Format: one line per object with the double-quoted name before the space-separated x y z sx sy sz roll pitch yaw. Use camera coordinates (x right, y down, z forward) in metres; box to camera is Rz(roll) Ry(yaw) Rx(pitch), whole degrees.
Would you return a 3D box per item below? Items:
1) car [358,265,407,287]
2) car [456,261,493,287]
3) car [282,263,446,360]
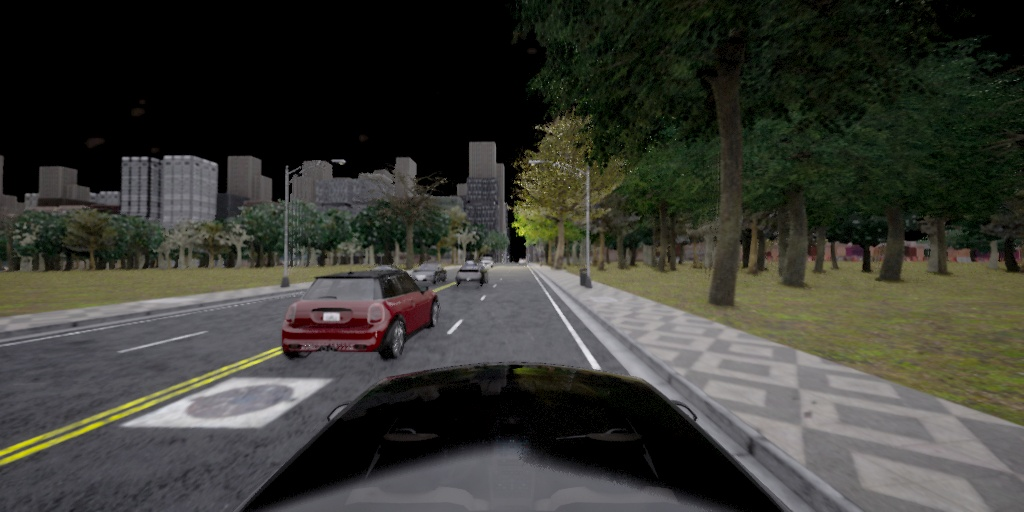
"car" -9.367 1.380 26.297 1.994 1.385 4.181 0 0 2
"car" -2.700 1.304 25.308 2.128 1.511 4.902 0 0 2
"car" -3.180 1.116 8.560 2.097 1.767 4.553 0 0 2
